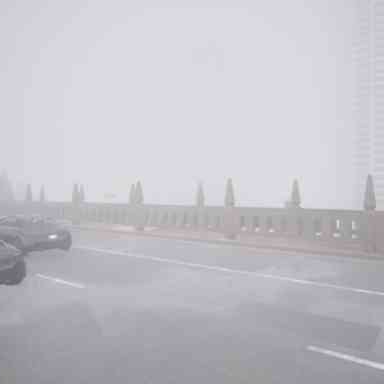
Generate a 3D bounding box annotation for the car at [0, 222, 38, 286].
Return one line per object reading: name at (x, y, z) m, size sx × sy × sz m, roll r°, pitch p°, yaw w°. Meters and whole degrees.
car at (-5.973, 1.564, 8.252) m, size 4.181 × 1.385 × 1.994 m, roll 0°, pitch 0°, yaw 36°

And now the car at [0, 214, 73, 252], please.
car at (-6.570, 1.564, 12.977) m, size 4.181 × 1.385 × 1.994 m, roll 0°, pitch 0°, yaw 35°
